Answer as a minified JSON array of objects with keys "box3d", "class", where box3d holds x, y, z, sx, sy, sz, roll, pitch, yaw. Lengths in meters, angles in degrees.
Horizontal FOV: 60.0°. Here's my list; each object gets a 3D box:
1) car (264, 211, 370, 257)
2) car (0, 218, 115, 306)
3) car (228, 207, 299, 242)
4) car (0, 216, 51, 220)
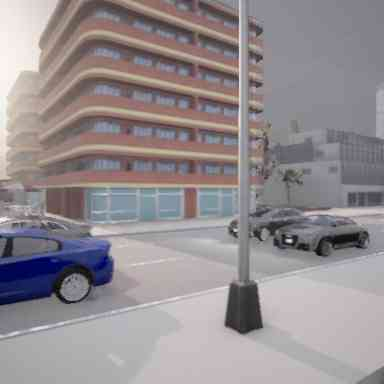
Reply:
[{"box3d":[5.139,1.581,13.128,4.181,1.385,1.994,0,0,-35],"class":"car"},{"box3d":[-4.059,1.478,6.612,5.008,1.535,1.882,0,0,-35],"class":"car"},{"box3d":[3.978,1.524,16.606,4.892,1.490,1.837,0,0,-35],"class":"car"},{"box3d":[-5.411,1.495,9.941,4.902,1.511,2.128,0,0,-35],"class":"car"}]
